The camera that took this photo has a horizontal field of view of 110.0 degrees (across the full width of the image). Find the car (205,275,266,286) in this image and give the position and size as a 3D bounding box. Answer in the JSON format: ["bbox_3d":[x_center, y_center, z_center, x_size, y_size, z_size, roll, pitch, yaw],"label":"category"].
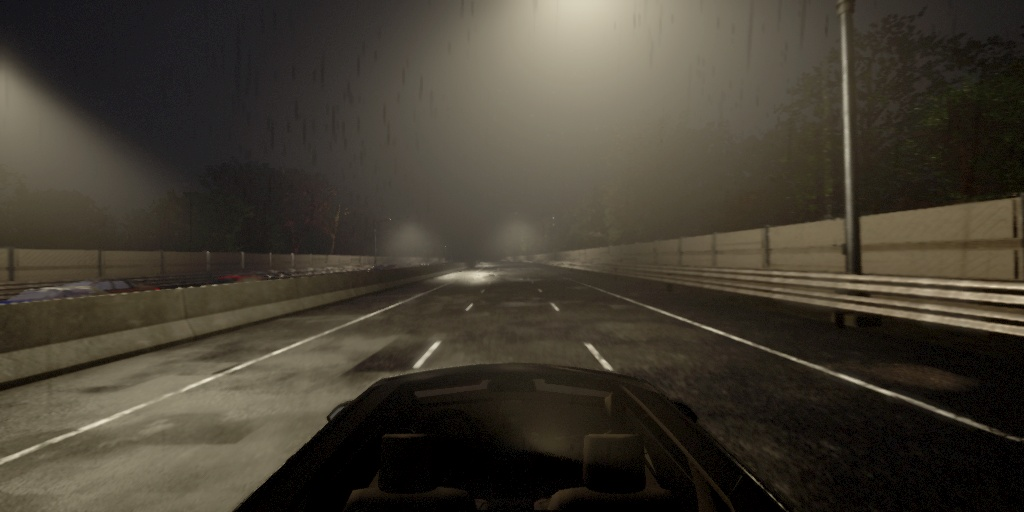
[{"bbox_3d":[-14.133,1.725,18.209,1.812,1.442,4.674,-1,0,0],"label":"car"}]

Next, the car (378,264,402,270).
[{"bbox_3d":[-18.011,2.006,54.094,1.882,1.535,5.008,-1,0,-1],"label":"car"}]

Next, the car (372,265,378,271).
[{"bbox_3d":[-21.611,2.172,59.363,1.812,1.442,4.674,-1,0,-1],"label":"car"}]

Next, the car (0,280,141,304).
[{"bbox_3d":[-17.632,1.853,13.632,1.895,1.301,4.718,-1,0,0],"label":"car"}]

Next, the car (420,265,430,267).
[{"bbox_3d":[-14.613,2.086,59.552,1.895,1.301,4.718,-1,0,-1],"label":"car"}]

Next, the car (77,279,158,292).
[{"bbox_3d":[-21.129,1.914,18.202,2.033,1.411,5.357,-1,0,0],"label":"car"}]
